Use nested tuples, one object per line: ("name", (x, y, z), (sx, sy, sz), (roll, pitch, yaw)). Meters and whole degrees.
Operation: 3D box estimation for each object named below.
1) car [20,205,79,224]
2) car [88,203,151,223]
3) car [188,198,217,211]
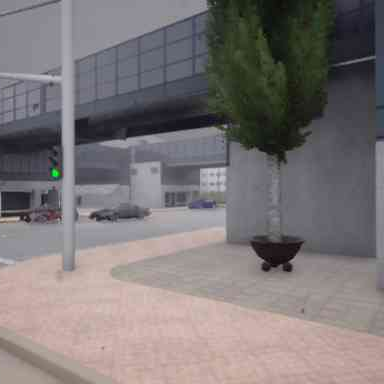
("car", (-10.951, 1.672, 25.736), (1.994, 1.385, 4.181), (0, 0, 36))
("car", (-5.706, 1.639, 27.033), (2.033, 1.411, 5.357), (0, 0, 36))
("car", (1.396, 1.584, 42.866), (1.882, 1.535, 5.008), (0, 0, 36))
